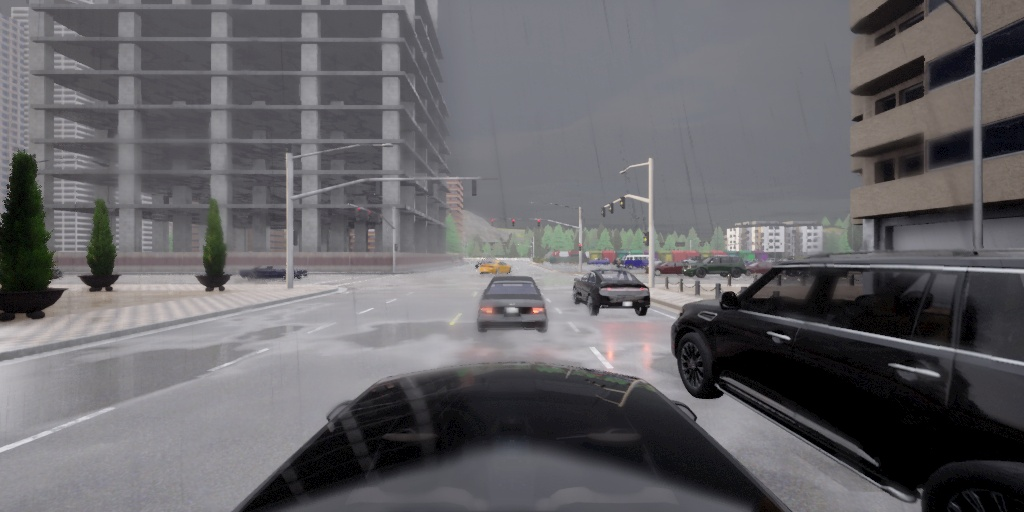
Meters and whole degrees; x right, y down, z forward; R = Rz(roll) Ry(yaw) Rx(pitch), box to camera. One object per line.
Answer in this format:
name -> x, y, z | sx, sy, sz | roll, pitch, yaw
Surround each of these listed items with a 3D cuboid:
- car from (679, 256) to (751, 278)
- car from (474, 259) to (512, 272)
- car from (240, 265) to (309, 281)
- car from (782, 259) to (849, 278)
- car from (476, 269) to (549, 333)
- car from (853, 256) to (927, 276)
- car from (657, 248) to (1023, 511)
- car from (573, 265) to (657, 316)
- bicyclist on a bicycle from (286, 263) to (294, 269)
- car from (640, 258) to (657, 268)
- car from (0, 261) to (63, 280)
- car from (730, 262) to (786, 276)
car -> 19.211, 1.027, 34.118 | 5.566, 2.045, 2.150 | 0, 0, 0
car -> -1.715, 1.251, 38.802 | 1.882, 1.535, 5.008 | 1, 0, 25
car -> -19.795, 1.406, 30.077 | 4.718, 1.301, 1.895 | 0, 0, -1
car -> 28.853, 1.157, 34.199 | 4.553, 1.767, 2.097 | 0, 0, 0
car -> 0.015, 1.297, 10.741 | 2.033, 1.411, 5.357 | 0, 0, 0
car -> 39.782, 1.029, 37.788 | 5.566, 2.045, 2.150 | 0, 0, -1
car -> 3.598, 0.972, 3.333 | 2.150, 2.045, 5.566 | 0, 0, 0
car -> 3.489, 1.242, 13.325 | 2.128, 1.511, 4.902 | 0, 0, -1
bicyclist on a bicycle -> -25.993, 1.106, 42.007 | 0.582, 1.620, 1.656 | 0, 0, 0
car -> 16.492, 1.283, 37.594 | 5.008, 1.535, 1.882 | 0, 0, 0
car -> -40.664, 1.157, 29.907 | 4.553, 1.767, 2.097 | 0, 0, 0
car -> 25.802, 1.331, 37.665 | 4.674, 1.442, 1.812 | 0, 0, 0
